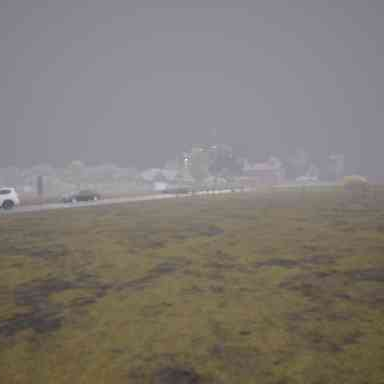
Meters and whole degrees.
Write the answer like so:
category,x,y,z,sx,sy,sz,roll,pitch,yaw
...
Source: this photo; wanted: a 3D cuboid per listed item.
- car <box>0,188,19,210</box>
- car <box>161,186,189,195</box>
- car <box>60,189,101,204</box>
category,x,y,z,sx,sy,sz,roll,pitch,yaw
car,-18.928,0.711,30.537,2.150,2.045,5.566,0,3,36
car,-2.635,-0.308,52.916,2.033,1.411,5.357,0,3,36
car,-12.974,0.494,38.734,1.837,1.490,4.892,0,3,36
